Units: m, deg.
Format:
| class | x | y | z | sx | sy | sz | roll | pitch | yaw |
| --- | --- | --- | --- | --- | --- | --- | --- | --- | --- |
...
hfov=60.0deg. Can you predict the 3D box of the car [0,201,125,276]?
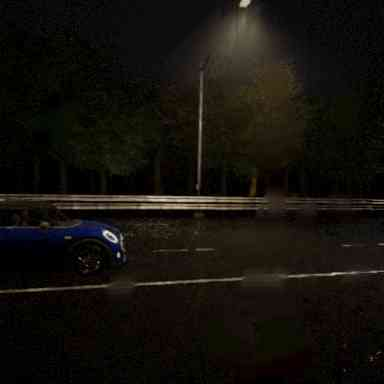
| class | x | y | z | sx | sy | sz | roll | pitch | yaw |
| --- | --- | --- | --- | --- | --- | --- | --- | --- | --- |
| car | -3.972 | 1.014 | 8.273 | 4.553 | 1.767 | 2.097 | 1 | 1 | -15 |
